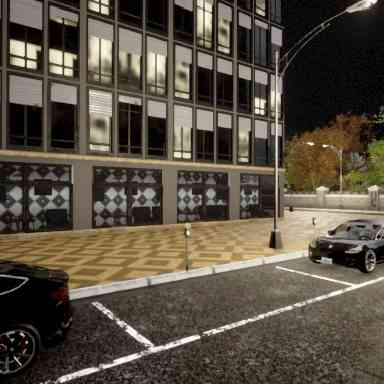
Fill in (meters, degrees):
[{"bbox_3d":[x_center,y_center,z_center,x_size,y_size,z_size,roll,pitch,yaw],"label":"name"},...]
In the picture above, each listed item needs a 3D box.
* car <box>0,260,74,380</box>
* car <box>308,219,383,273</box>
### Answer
[{"bbox_3d":[-3.661,1.566,3.947,4.313,1.339,1.947,0,0,-36],"label":"car"},{"bbox_3d":[5.569,1.562,10.632,4.313,1.339,1.947,0,0,-36],"label":"car"}]
